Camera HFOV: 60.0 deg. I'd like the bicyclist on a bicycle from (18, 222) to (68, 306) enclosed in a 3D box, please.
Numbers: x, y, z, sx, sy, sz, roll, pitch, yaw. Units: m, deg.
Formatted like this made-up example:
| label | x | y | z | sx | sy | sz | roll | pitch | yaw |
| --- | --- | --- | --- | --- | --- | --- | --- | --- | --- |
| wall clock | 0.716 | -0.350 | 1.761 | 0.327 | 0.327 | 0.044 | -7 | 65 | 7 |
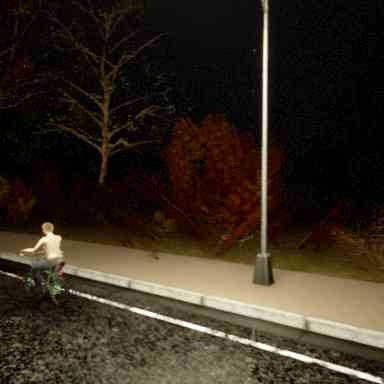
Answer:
| label | x | y | z | sx | sy | sz | roll | pitch | yaw |
| --- | --- | --- | --- | --- | --- | --- | --- | --- | --- |
| bicyclist on a bicycle | -2.980 | 1.417 | 6.754 | 1.509 | 1.612 | 0.866 | 0 | 0 | 35 |
